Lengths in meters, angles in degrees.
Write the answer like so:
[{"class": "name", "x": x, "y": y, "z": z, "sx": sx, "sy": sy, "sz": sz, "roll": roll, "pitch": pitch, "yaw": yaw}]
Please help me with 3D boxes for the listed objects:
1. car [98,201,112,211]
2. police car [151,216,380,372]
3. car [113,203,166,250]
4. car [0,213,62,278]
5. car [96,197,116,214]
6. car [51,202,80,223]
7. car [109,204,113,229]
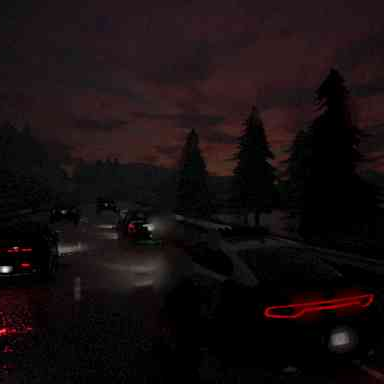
[{"class": "car", "x": -13.501, "y": 2.091, "z": 52.013, "sx": 2.033, "sy": 1.411, "sz": 5.357, "roll": 0, "pitch": -1, "yaw": -13}, {"class": "police car", "x": 0.817, "y": 1.482, "z": 6.206, "sx": 1.930, "sy": 1.638, "sz": 5.238, "roll": 0, "pitch": -1, "yaw": -19}, {"class": "car", "x": -2.267, "y": 1.506, "z": 15.377, "sx": 2.097, "sy": 1.767, "sz": 4.553, "roll": 0, "pitch": -1, "yaw": -18}, {"class": "car", "x": -5.223, "y": 1.623, "z": 10.254, "sx": 1.837, "sy": 1.490, "sz": 4.892, "roll": 0, "pitch": -1, "yaw": -19}, {"class": "car", "x": -10.633, "y": 1.648, "z": 41.088, "sx": 2.150, "sy": 2.045, "sz": 5.566, "roll": 0, "pitch": -1, "yaw": -15}, {"class": "car", "x": -10.659, "y": 1.660, "z": 28.192, "sx": 2.097, "sy": 1.767, "sz": 4.553, "roll": 0, "pitch": -1, "yaw": -16}, {"class": "car", "x": -4.021, "y": 1.741, "z": 21.028, "sx": 1.812, "sy": 1.442, "sz": 4.674, "roll": 0, "pitch": -1, "yaw": -17}]
